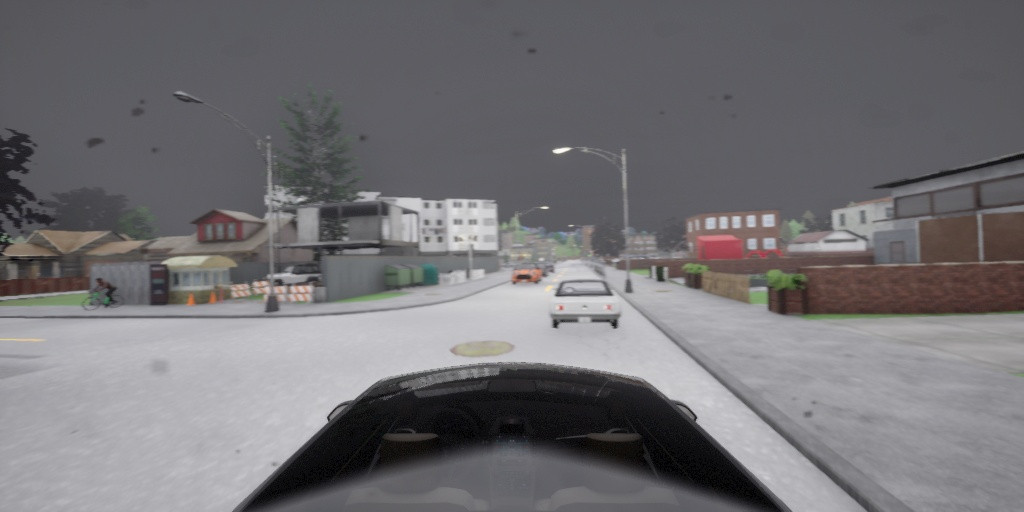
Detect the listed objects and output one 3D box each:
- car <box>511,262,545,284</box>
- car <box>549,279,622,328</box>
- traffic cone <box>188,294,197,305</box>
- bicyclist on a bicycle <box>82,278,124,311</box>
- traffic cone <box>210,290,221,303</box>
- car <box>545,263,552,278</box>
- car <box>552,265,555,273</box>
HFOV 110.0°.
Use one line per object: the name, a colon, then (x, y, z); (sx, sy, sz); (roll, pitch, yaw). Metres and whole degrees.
car: (1.294, 1.356, 29.871); (2.097, 1.767, 4.553); (-2, -1, 10)
car: (2.273, 1.382, 11.486); (1.895, 1.301, 4.718); (-2, -1, 10)
traffic cone: (-17.077, 2.314, 19.109); (0.344, 0.586, 0.344); (0, 0, 10)
bicyclist on a bicycle: (-20.977, 1.930, 18.415); (0.582, 1.620, 1.656); (-2, 0, 10)
traffic cone: (-16.439, 2.272, 19.726); (0.344, 0.586, 0.344); (0, 0, 10)
car: (2.971, 1.553, 39.101); (1.837, 1.490, 4.892); (-2, -1, 10)
car: (4.774, 1.657, 48.750); (1.994, 1.385, 4.181); (-2, -1, 10)
